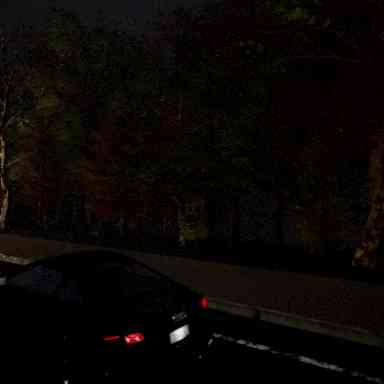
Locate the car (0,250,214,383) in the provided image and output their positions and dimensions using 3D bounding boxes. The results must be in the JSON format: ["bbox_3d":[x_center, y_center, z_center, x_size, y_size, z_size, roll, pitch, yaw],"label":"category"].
[{"bbox_3d":[-1.769,1.599,4.952,4.181,1.385,1.994,0,0,36],"label":"car"}]
